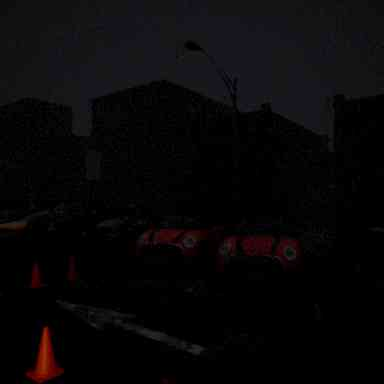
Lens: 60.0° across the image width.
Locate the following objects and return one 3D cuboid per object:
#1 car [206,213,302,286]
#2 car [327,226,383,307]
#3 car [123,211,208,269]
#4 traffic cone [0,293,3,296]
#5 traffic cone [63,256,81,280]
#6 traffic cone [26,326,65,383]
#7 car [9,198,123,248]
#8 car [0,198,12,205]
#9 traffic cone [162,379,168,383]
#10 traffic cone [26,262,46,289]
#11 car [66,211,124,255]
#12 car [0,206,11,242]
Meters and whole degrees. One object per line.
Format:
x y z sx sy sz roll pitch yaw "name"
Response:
2.132 1.495 10.000 2.185 1.767 4.553 1 -1 17 "car"
4.508 1.645 8.135 2.163 1.488 4.792 1 -1 17 "car"
-0.266 1.499 11.805 2.185 1.767 4.553 1 -1 17 "car"
-4.448 2.013 7.404 0.340 0.580 0.340 0 -1 37 "traffic cone"
-3.248 2.040 9.004 0.340 0.580 0.340 0 -1 37 "traffic cone"
-1.847 1.995 4.204 0.340 0.580 0.340 0 -1 37 "traffic cone"
-5.062 1.383 15.368 2.435 2.045 5.566 1 -2 17 "car"
-12.269 1.405 20.788 2.435 2.045 5.566 1 -1 17 "car"
-0.247 1.992 3.004 0.340 0.580 0.340 0 -1 37 "traffic cone"
-3.848 2.027 8.204 0.340 0.580 0.340 0 -1 37 "traffic cone"
-2.682 1.668 13.578 2.002 1.452 4.674 0 -1 17 "car"
-7.524 1.633 17.015 1.946 1.575 5.366 1 -1 17 "car"
